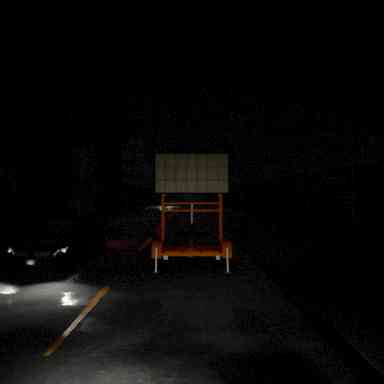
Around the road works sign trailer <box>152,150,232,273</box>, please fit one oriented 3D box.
[{"bbox_3d":[-0.004,0.464,10.652,2.380,3.560,2.880,0,0,0],"label":"road works sign trailer"}]

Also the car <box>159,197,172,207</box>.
[{"bbox_3d":[-4.116,1.547,52.364,2.033,1.411,5.357,0,0,0],"label":"car"}]

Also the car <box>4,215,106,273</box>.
[{"bbox_3d":[-4.104,1.526,10.792,1.812,1.442,4.674,0,0,0],"label":"car"}]
